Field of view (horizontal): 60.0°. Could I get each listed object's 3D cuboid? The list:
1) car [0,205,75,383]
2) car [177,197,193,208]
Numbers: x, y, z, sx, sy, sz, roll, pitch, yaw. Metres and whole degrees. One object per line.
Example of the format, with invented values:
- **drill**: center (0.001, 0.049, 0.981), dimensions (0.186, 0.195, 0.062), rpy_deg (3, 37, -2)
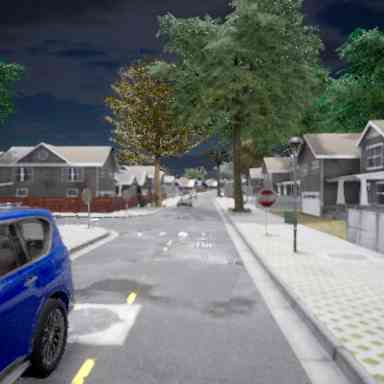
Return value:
- **car**: center (-2.780, 1.204, 2.585), dimensions (2.150, 2.045, 5.566), rpy_deg (0, 0, 1)
- **car**: center (-0.908, 1.374, 44.487), dimensions (1.994, 1.385, 4.181), rpy_deg (0, 1, 3)
